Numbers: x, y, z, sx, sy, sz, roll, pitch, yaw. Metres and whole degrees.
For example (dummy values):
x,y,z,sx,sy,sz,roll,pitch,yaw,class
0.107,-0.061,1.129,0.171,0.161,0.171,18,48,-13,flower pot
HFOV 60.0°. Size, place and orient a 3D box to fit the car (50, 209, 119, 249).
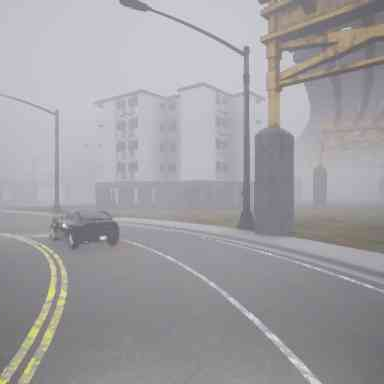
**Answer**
x,y,z,sx,sy,sz,roll,pitch,yaw,class
-4.846,1.513,14.723,1.837,1.490,4.892,0,0,-36,car
